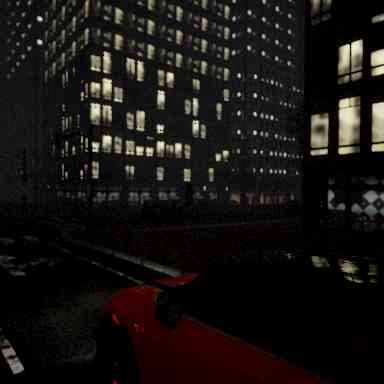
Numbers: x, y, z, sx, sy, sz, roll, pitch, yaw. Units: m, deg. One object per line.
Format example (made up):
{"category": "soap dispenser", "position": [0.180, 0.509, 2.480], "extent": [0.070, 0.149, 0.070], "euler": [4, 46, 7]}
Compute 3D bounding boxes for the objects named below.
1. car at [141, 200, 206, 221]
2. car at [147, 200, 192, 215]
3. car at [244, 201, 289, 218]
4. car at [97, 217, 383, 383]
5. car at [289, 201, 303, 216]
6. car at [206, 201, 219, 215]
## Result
{"category": "car", "position": [-1.691, 1.532, 26.917], "extent": [5.009, 1.841, 2.192], "euler": [1, 0, -38]}
{"category": "car", "position": [-2.482, 1.659, 36.892], "extent": [4.829, 1.417, 1.752], "euler": [1, 0, -38]}
{"category": "car", "position": [7.374, 1.843, 33.910], "extent": [4.829, 1.417, 1.752], "euler": [1, 0, -38]}
{"category": "car", "position": [0.827, 1.351, 3.178], "extent": [2.097, 1.767, 4.553], "euler": [0, 0, -39]}
{"category": "car", "position": [11.705, 1.947, 37.252], "extent": [4.206, 1.307, 1.802], "euler": [1, 0, -38]}
{"category": "car", "position": [0.835, 1.719, 36.169], "extent": [4.674, 1.442, 1.812], "euler": [1, 1, -38]}
